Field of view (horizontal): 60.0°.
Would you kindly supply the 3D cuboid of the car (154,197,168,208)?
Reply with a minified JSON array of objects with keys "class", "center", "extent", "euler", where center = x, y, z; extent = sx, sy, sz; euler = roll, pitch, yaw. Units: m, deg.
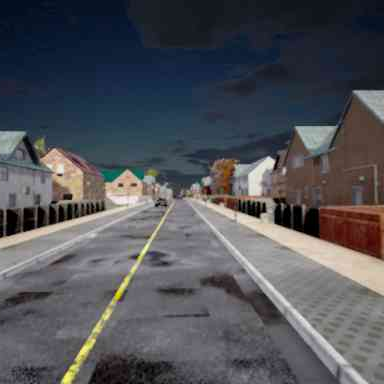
[{"class":"car","center":[-4.586,1.536,49.763],"extent":[1.882,1.535,5.008],"euler":[0,0,-2]}]
